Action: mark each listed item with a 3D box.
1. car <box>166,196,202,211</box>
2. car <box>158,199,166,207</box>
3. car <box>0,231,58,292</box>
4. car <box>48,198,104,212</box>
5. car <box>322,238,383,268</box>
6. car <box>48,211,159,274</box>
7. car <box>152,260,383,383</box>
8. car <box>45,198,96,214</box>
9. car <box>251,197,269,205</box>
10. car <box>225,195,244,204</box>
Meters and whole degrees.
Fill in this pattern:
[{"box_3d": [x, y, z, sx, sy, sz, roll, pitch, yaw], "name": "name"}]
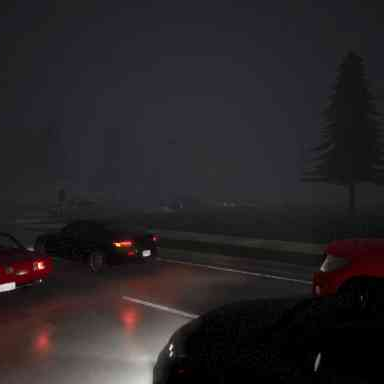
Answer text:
[{"box_3d": [-0.728, 1.352, 41.804, 2.097, 1.767, 4.553, 0, 0, 37], "name": "car"}, {"box_3d": [-3.051, 1.506, 50.417, 1.837, 1.490, 4.892, 0, 0, 37], "name": "car"}, {"box_3d": [-5.450, 1.601, 7.916, 4.718, 1.301, 1.895, 0, 0, 36], "name": "car"}, {"box_3d": [-10.063, 1.478, 29.198, 1.882, 1.535, 5.008, 0, 0, 36], "name": "car"}, {"box_3d": [4.755, 1.221, 4.873, 5.566, 2.045, 2.150, 0, 0, 36], "name": "car"}, {"box_3d": [-3.115, 1.526, 10.545, 4.674, 1.442, 1.812, 0, 0, 36], "name": "car"}, {"box_3d": [1.662, 1.564, 2.795, 4.181, 1.385, 1.994, 0, 0, 36], "name": "car"}, {"box_3d": [-13.279, 1.478, 36.642, 1.882, 1.535, 5.008, 0, 0, 37], "name": "car"}, {"box_3d": [12.031, 1.564, 58.893, 1.994, 1.385, 4.181, 0, 0, 37], "name": "car"}, {"box_3d": [8.359, 1.353, 65.633, 2.097, 1.767, 4.553, 0, 0, 37], "name": "car"}]
